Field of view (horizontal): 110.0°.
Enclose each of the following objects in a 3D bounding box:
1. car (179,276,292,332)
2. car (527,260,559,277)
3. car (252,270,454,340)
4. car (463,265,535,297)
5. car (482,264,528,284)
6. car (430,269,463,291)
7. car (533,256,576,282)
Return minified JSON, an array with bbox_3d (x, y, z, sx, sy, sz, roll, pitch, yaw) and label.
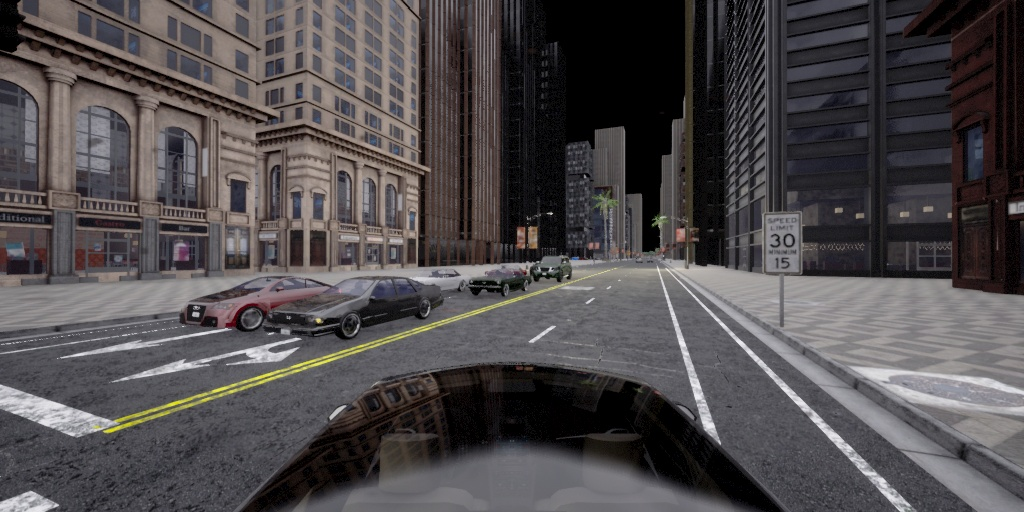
[{"bbox_3d":[-7.335,1.315,11.006,1.994,1.385,4.181,0,0,22],"label":"car"},{"bbox_3d":[3.363,1.250,37.884,1.882,1.535,5.008,0,0,22],"label":"car"},{"bbox_3d":[-4.064,1.299,10.450,2.033,1.411,5.357,0,0,22],"label":"car"},{"bbox_3d":[-0.528,1.357,19.364,1.895,1.301,4.718,0,0,22],"label":"car"},{"bbox_3d":[-0.436,1.363,28.411,1.895,1.301,4.718,0,0,22],"label":"car"},{"bbox_3d":[-4.110,1.356,19.152,1.895,1.301,4.718,0,0,22],"label":"car"},{"bbox_3d":[3.419,0.986,29.305,2.150,2.045,5.566,0,0,21],"label":"car"}]
